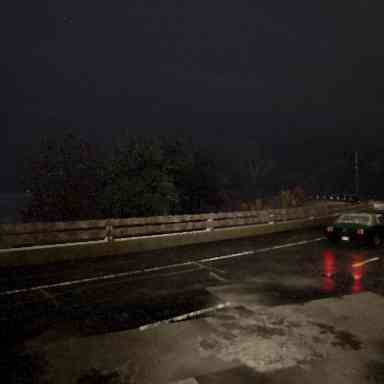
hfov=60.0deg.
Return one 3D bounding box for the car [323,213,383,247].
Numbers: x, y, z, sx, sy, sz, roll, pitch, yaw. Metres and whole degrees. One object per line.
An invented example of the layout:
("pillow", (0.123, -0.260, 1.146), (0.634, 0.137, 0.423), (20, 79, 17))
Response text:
("car", (7.883, 1.614, 15.142), (4.718, 1.301, 1.895), (0, 0, -44))
